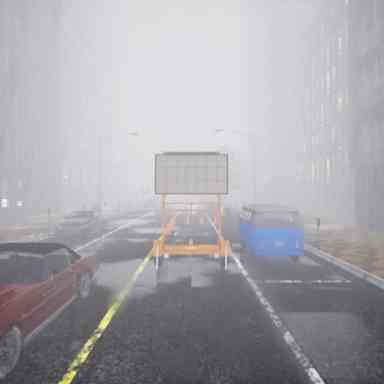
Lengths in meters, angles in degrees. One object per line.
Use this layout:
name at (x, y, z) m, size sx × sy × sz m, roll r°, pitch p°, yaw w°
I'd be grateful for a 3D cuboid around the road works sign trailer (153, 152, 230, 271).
road works sign trailer at (-0.013, 0.482, 10.993) m, size 2.380 × 3.560 × 2.880 m, roll 0°, pitch 0°, yaw 0°

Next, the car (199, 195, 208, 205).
car at (2.631, 1.629, 51.822) m, size 2.008 × 1.369 × 4.403 m, roll 0°, pitch 0°, yaw 0°

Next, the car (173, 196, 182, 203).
car at (-3.082, 1.631, 70.251) m, size 2.033 × 1.411 × 5.357 m, roll 0°, pitch 0°, yaw 0°

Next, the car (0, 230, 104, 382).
car at (-3.107, 1.610, 5.553) m, size 1.895 × 1.301 × 4.718 m, roll 0°, pitch 0°, yaw 0°

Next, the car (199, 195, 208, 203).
car at (2.605, 1.524, 74.592) m, size 1.967 × 1.590 × 4.097 m, roll 0°, pitch 0°, yaw 0°

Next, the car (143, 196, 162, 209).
car at (-5.744, 1.624, 46.124) m, size 2.008 × 1.369 × 4.403 m, roll 0°, pitch 0°, yaw 0°

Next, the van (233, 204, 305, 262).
van at (2.676, 1.361, 11.976) m, size 1.690 × 1.788 × 3.998 m, roll 0°, pitch 0°, yaw 0°

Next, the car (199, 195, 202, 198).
car at (2.624, 1.633, 57.515) m, size 2.008 × 1.369 × 4.403 m, roll 0°, pitch 0°, yaw 0°

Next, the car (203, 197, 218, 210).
car at (2.643, 1.647, 40.438) m, size 1.802 × 1.307 × 4.206 m, roll 0°, pitch 0°, yaw 0°

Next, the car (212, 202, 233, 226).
car at (2.663, 1.620, 23.360) m, size 1.802 × 1.307 × 4.206 m, roll 0°, pitch 0°, yaw 0°

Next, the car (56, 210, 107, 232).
car at (-5.712, 1.611, 17.661) m, size 1.802 × 1.307 × 4.206 m, roll 0°, pitch 0°, yaw 0°
